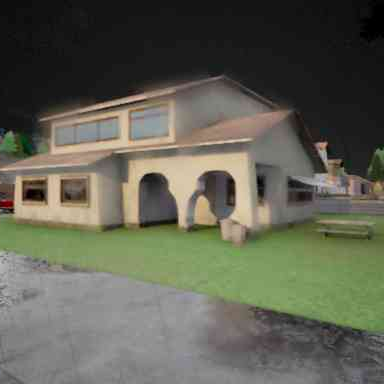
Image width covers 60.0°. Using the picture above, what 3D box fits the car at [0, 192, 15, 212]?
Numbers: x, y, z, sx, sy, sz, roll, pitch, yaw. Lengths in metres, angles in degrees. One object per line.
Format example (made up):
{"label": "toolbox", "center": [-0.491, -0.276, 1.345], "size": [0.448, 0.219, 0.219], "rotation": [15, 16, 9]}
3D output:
{"label": "car", "center": [-18.785, 1.048, 32.497], "size": [2.150, 2.045, 5.566], "rotation": [0, 1, 38]}
